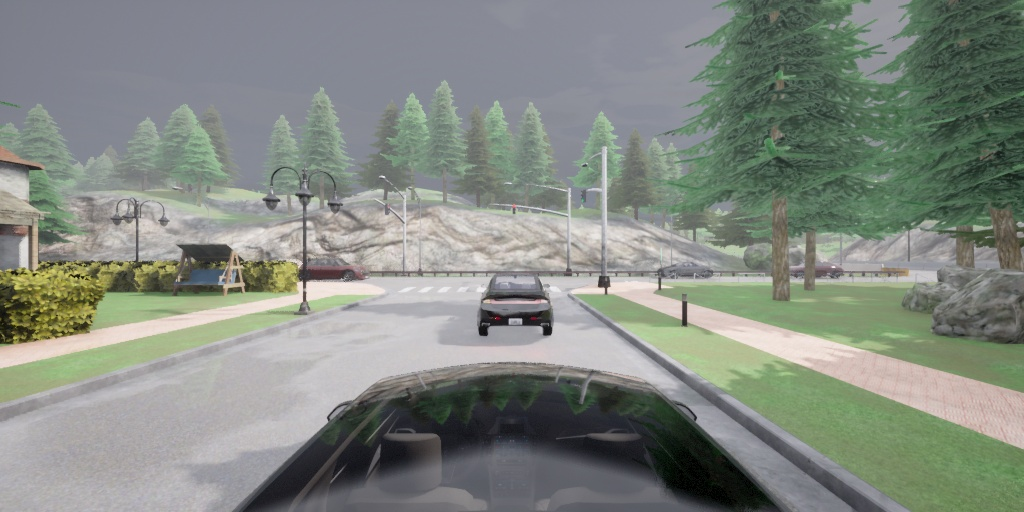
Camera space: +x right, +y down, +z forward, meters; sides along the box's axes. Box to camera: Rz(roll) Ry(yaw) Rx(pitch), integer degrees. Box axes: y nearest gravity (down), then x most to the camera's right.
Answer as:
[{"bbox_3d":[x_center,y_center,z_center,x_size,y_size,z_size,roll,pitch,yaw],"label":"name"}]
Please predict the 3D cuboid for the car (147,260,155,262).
[{"bbox_3d":[-25.474,1.065,25.898,5.008,1.535,1.882,0,0,0],"label":"car"}]

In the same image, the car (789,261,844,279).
[{"bbox_3d":[24.485,1.113,29.438,4.674,1.442,1.812,0,0,0],"label":"car"}]

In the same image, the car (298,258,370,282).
[{"bbox_3d":[-12.746,0.939,25.866,4.553,1.767,2.097,0,0,0],"label":"car"}]

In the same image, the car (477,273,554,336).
[{"bbox_3d":[0.098,1.242,10.370,2.128,1.511,4.902,0,0,1],"label":"car"}]

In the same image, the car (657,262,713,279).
[{"bbox_3d":[14.183,1.151,29.496,4.181,1.385,1.994,0,0,0],"label":"car"}]
